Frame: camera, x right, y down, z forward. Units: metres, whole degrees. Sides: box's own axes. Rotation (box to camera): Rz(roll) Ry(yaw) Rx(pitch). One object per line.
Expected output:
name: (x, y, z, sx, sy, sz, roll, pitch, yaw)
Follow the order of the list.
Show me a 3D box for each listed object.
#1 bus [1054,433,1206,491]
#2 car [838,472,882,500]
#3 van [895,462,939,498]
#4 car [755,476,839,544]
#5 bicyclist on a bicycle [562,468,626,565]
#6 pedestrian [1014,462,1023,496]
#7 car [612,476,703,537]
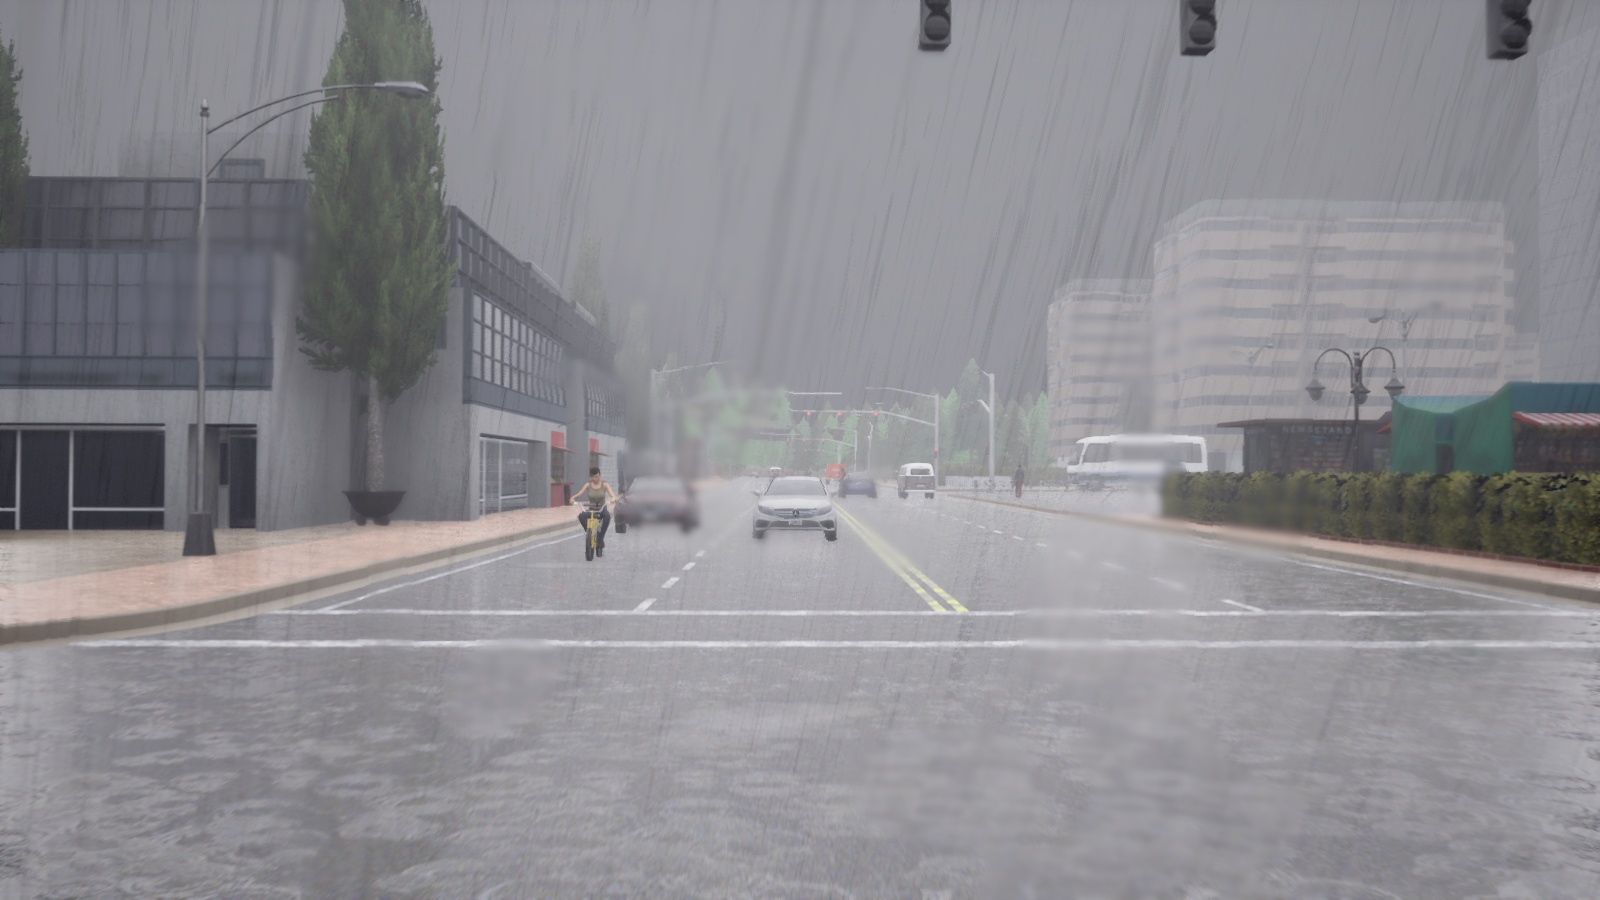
bus: (24.604, 0.914, 94.069, 10.273, 4.253, 3.944, 0, -1, -2)
car: (3.309, 1.978, 70.300, 2.163, 1.488, 4.792, 0, -1, -1)
van: (6.774, 1.733, 72.979, 2.069, 2.038, 4.480, 0, -1, -1)
car: (-0.072, 1.333, 29.415, 1.812, 1.442, 4.674, 0, -1, 0)
bicyclist on a bicycle: (-3.548, 1.130, 21.763, 0.866, 1.612, 1.509, 0, -1, 0)
pedestrian: (11.721, 1.555, 67.445, 0.353, 1.847, 0.614, 0, -1, -2)
car: (-3.579, 1.396, 32.334, 1.812, 1.442, 4.674, 0, -1, 0)
